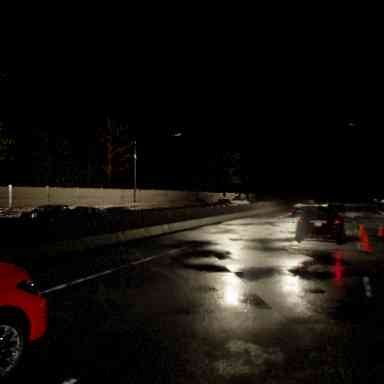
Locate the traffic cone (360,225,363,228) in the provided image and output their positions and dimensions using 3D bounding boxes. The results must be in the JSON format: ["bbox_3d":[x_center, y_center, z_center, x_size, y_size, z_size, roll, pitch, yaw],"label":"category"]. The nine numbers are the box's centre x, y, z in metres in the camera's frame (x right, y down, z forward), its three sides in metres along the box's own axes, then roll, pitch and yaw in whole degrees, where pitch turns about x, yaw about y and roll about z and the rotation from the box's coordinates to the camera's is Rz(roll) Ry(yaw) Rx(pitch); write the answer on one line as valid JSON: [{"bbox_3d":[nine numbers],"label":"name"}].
[{"bbox_3d":[8.843,2.125,17.225,0.340,0.580,0.340,-1,-1,25],"label":"traffic cone"}]

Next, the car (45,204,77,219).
[{"bbox_3d":[-8.699,1.933,26.020,1.837,1.490,4.892,-1,-1,25],"label":"car"}]

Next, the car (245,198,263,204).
[{"bbox_3d":[12.037,2.291,61.789,2.128,1.511,4.902,-1,-1,26],"label":"car"}]

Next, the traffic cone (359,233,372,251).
[{"bbox_3d":[7.143,2.088,13.604,0.340,0.580,0.340,-1,-1,25],"label":"traffic cone"}]

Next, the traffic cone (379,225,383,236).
[{"bbox_3d":[10.598,2.131,18.611,0.340,0.580,0.340,-1,-1,25],"label":"traffic cone"}]

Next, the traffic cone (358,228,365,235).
[{"bbox_3d":[7.993,2.106,15.415,0.340,0.580,0.340,-1,-1,25],"label":"traffic cone"}]

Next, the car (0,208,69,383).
[{"bbox_3d":[-3.963,1.293,2.699,2.150,2.045,5.566,-1,-1,25],"label":"car"}]

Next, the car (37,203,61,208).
[{"bbox_3d":[-11.932,1.824,27.372,2.097,1.767,4.553,-1,-1,25],"label":"car"}]

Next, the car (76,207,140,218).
[{"bbox_3d":[-5.679,1.857,24.216,1.882,1.535,5.008,-1,-1,25],"label":"car"}]

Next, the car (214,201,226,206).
[{"bbox_3d":[5.760,2.451,64.865,1.994,1.385,4.181,-1,-1,26],"label":"car"}]

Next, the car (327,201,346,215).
[{"bbox_3d":[17.557,1.912,40.310,1.882,1.535,5.008,-1,-1,25],"label":"car"}]

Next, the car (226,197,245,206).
[{"bbox_3d":[8.944,2.065,63.418,2.150,2.045,5.566,-1,-1,26],"label":"car"}]

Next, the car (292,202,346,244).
[{"bbox_3d":[6.718,1.537,17.218,2.097,1.767,4.553,-1,-1,25],"label":"car"}]
